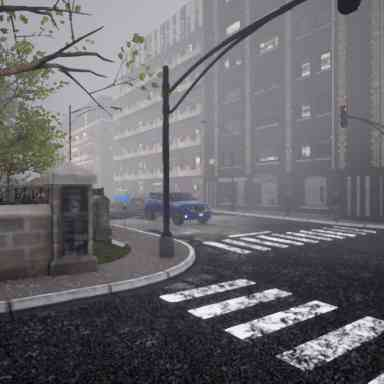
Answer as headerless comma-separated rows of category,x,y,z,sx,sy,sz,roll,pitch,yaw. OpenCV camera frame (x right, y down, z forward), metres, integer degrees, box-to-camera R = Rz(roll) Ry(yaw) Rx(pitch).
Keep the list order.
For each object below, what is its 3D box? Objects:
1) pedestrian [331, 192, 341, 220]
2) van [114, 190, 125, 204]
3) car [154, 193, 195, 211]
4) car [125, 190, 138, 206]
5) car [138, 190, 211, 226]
pedestrian,9.495,0.900,21.964,0.375,1.860,0.375,1,-1,-36
van,-8.299,0.654,41.312,1.690,1.788,3.998,1,1,-36
car,-1.776,0.949,32.401,1.967,1.590,4.097,1,1,-36
car,-5.036,0.726,36.855,2.192,1.841,5.009,1,1,-36
car,-1.102,0.925,21.654,2.150,2.045,5.566,0,1,-36
